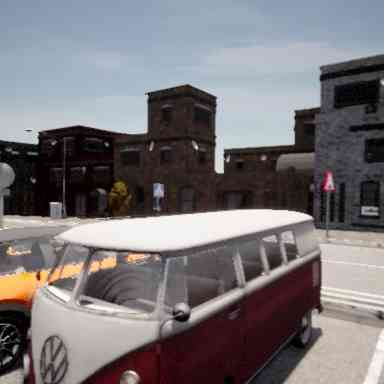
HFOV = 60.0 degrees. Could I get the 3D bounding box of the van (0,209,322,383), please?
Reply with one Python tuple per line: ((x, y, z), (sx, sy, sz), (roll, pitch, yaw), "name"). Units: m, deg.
((0.171, 1.261, 4.126), (1.878, 1.987, 4.442), (0, 0, 36), "van")
